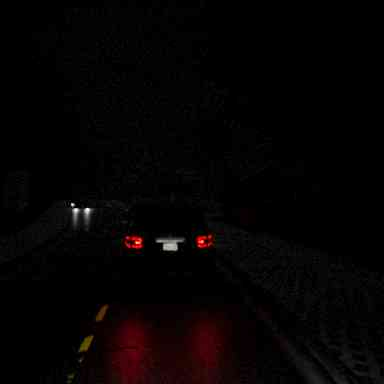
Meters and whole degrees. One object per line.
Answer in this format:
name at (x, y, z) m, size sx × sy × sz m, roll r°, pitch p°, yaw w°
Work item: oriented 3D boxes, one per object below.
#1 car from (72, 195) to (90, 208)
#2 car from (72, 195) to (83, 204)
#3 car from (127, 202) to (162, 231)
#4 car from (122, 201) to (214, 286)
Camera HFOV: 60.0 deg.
car at (-15.169, 1.451, 45.765) m, size 1.812 × 1.442 × 4.674 m, roll 1°, pitch 0°, yaw -21°
car at (-21.818, 1.359, 63.387) m, size 1.882 × 1.535 × 5.008 m, roll 1°, pitch -1°, yaw -21°
car at (-3.303, 1.544, 22.198) m, size 1.882 × 1.535 × 5.008 m, roll 1°, pitch 0°, yaw -13°
car at (-0.805, 1.263, 9.785) m, size 2.150 × 2.045 × 5.566 m, roll 0°, pitch 0°, yaw -7°
